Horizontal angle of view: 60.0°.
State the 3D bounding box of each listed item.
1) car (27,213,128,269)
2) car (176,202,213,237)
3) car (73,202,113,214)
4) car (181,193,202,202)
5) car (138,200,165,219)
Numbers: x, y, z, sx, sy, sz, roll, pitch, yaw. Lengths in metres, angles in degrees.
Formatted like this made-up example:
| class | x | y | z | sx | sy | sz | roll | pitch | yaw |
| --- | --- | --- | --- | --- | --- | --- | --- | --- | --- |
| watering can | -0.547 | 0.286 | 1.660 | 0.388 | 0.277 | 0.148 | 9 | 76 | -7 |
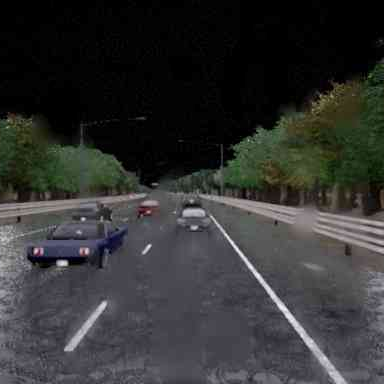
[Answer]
| class | x | y | z | sx | sy | sz | roll | pitch | yaw |
| --- | --- | --- | --- | --- | --- | --- | --- | --- | --- |
| car | -3.400 | 1.579 | 10.959 | 1.895 | 1.301 | 4.718 | 0 | 0 | 0 |
| car | 0.100 | 1.491 | 17.850 | 1.812 | 1.442 | 4.674 | 0 | 0 | 0 |
| car | -6.913 | 1.460 | 23.549 | 1.837 | 1.490 | 4.892 | 0 | 0 | 0 |
| car | -0.070 | 1.149 | 38.721 | 2.150 | 2.045 | 5.566 | 0 | 0 | -1 |
| car | -3.446 | 1.423 | 28.830 | 1.882 | 1.535 | 5.008 | 0 | 0 | 0 |
